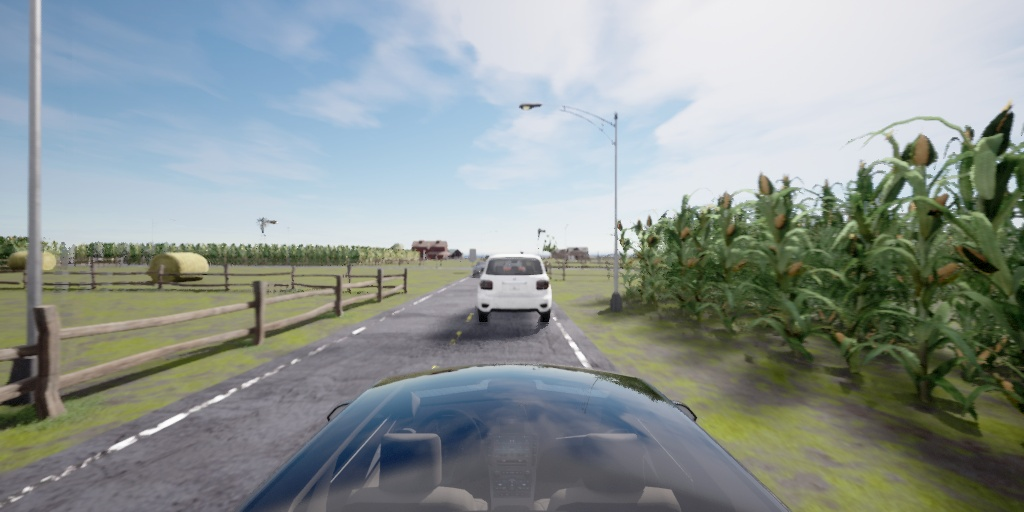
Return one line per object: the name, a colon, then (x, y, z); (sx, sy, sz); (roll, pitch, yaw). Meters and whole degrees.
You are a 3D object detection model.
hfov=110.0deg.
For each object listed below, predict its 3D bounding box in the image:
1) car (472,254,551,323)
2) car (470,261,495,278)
car: (0.077, 0.983, 12.354); (2.150, 2.045, 5.566); (0, -1, 0)
car: (-2.846, 1.293, 35.782); (2.128, 1.511, 4.902); (0, 0, 0)
